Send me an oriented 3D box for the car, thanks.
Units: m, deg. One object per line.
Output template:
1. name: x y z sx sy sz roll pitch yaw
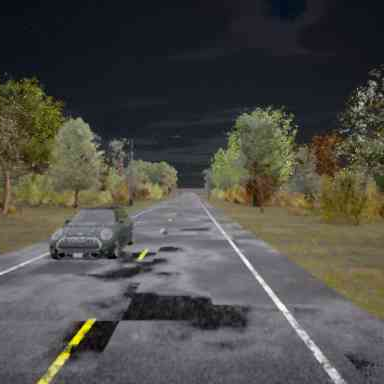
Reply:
1. car: -3.501 1.351 12.461 2.097 1.767 4.553 0 0 0
